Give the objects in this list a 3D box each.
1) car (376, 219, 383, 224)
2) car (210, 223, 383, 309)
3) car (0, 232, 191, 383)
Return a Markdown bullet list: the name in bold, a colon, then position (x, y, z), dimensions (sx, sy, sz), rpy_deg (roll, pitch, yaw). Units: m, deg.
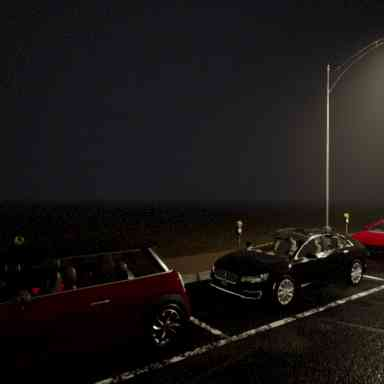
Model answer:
- **car**: position (6.920, 1.547, 11.023), dimensions (4.507, 1.381, 1.887), rpy_deg (0, 1, -35)
- **car**: position (2.412, 1.552, 7.808), dimensions (4.403, 1.369, 2.008), rpy_deg (0, 1, -35)
- **car**: position (-2.094, 1.440, 4.593), dimensions (4.097, 1.590, 1.967), rpy_deg (0, 1, -35)
